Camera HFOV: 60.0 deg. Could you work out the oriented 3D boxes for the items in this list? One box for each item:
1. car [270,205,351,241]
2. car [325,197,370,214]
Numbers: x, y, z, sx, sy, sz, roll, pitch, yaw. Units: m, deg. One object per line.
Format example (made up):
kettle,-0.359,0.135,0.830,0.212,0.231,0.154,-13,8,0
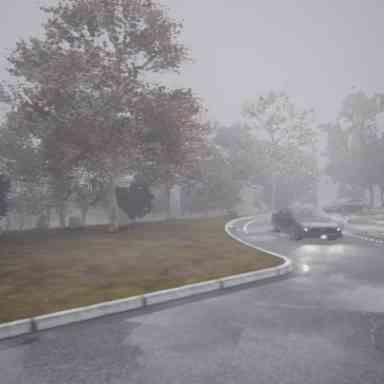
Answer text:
car,5.333,1.452,16.323,2.033,1.411,5.357,0,0,-2
car,14.415,1.297,31.084,4.892,1.490,1.837,0,-1,-24
